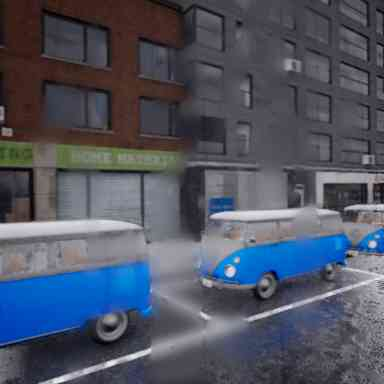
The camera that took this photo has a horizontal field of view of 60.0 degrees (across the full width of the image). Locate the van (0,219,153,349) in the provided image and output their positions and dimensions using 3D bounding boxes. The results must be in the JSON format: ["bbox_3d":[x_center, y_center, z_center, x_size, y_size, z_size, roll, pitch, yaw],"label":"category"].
[{"bbox_3d":[-2.530,1.338,4.742,3.998,1.788,1.690,0,-1,-36],"label":"van"}]

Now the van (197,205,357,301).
[{"bbox_3d":[2.016,1.318,7.989,3.998,1.788,1.690,0,0,-36],"label":"van"}]

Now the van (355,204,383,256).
[{"bbox_3d":[6.561,1.296,11.235,3.998,1.788,1.690,0,0,-36],"label":"van"}]
